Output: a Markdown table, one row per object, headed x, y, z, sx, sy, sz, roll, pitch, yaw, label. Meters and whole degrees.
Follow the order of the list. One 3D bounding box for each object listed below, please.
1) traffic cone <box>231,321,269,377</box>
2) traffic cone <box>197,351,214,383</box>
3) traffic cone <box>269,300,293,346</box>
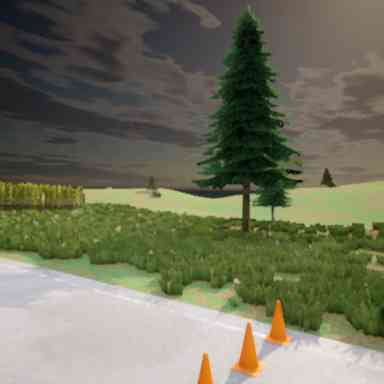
| x | y | z | sx | sy | sz | roll | pitch | yaw | label |
| --- | --- | --- | --- | --- | --- | --- | --- | --- | --- |
| 0.725 | 1.947 | 4.246 | 0.340 | 0.580 | 0.340 | 0 | 0 | 36 | traffic cone |
| 0.140 | 1.947 | 3.435 | 0.340 | 0.580 | 0.340 | 0 | 0 | 36 | traffic cone |
| 1.310 | 1.947 | 5.057 | 0.340 | 0.580 | 0.340 | 0 | 0 | 36 | traffic cone |
